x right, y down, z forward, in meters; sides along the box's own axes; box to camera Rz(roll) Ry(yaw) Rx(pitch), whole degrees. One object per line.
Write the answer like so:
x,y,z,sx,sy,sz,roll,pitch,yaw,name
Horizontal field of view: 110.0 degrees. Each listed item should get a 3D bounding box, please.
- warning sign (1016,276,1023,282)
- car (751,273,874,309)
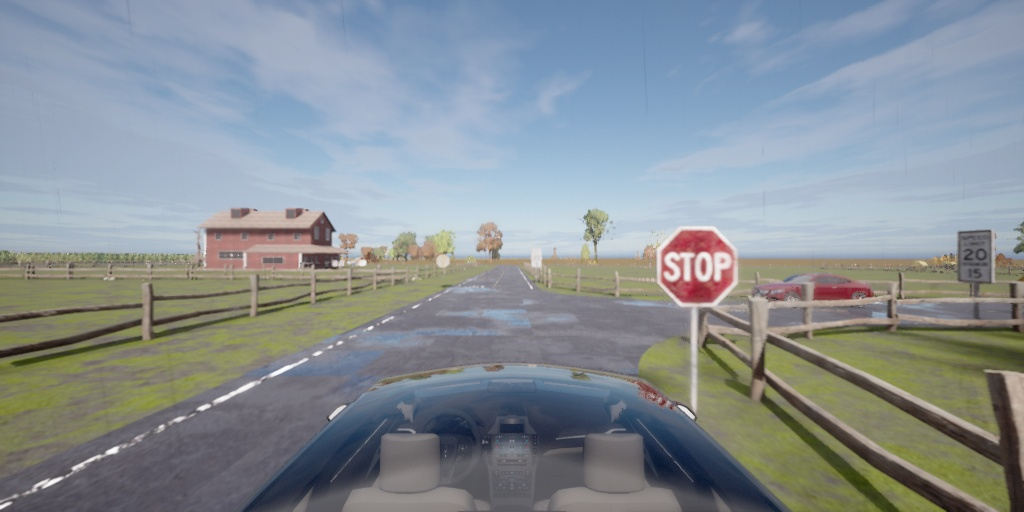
15.876,1.076,10.614,1.060,1.860,1.300,0,0,0,warning sign
13.214,1.488,15.883,4.674,1.442,1.812,0,0,-1,car
